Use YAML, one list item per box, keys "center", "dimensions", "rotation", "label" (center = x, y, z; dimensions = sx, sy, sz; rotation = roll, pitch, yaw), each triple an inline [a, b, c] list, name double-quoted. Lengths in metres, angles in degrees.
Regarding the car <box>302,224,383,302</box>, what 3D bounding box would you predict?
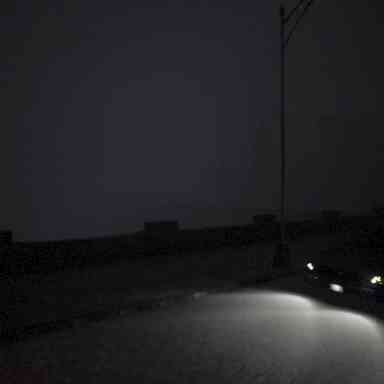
- center: [5.063, 1.524, 8.187]
  dimensions: [5.357, 1.411, 2.033]
  rotation: [0, 0, -35]
  label: "car"
